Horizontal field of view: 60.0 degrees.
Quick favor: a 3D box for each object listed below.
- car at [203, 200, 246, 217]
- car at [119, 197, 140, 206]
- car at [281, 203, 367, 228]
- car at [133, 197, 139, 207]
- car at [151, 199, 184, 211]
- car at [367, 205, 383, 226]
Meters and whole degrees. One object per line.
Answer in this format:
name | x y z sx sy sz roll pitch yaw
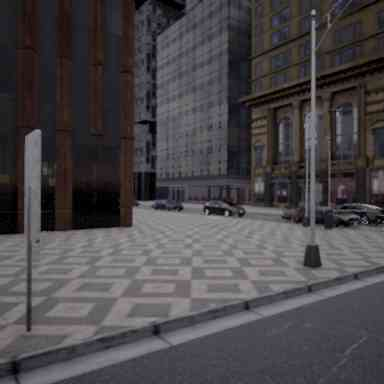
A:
car | 2.990 1.549 31.384 1.837 1.490 4.892 1 0 -35
car | -10.495 1.569 55.841 1.994 1.385 4.181 1 0 -35
car | 8.811 1.620 23.182 2.033 1.411 5.357 1 0 -35
car | -9.405 1.556 48.901 1.994 1.385 4.181 1 0 -35
car | -3.039 1.565 39.876 2.033 1.411 5.357 1 0 -34
car | 11.769 1.603 24.474 1.837 1.490 4.892 2 -1 -34
